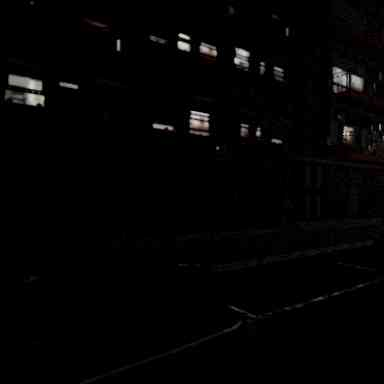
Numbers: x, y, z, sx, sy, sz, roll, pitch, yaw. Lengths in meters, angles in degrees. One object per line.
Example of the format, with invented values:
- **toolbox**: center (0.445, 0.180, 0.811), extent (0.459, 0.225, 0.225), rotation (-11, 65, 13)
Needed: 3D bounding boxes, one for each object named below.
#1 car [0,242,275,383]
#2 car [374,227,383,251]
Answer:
- **car**: center (-1.565, 1.351, 2.256), extent (4.553, 1.767, 2.097), rotation (0, 0, -35)
- **car**: center (8.719, 1.551, 12.769), extent (4.507, 1.381, 1.887), rotation (0, 1, -36)
